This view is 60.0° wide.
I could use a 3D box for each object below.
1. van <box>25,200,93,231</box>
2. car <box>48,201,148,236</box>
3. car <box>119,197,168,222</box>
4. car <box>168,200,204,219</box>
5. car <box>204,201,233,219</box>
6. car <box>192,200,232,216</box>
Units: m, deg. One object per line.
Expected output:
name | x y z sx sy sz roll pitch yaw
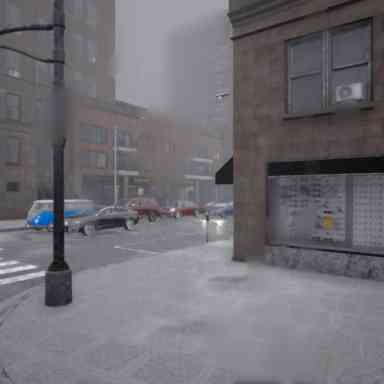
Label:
van | -7.727 1.357 19.899 1.690 1.788 3.998 0 0 36
car | -5.129 1.508 18.786 2.128 1.511 4.902 0 0 36
car | -4.446 1.335 24.432 2.192 1.841 5.009 0 0 36
car | -1.164 1.465 28.964 1.967 1.590 4.097 0 0 36
car | 2.872 1.554 29.832 1.812 1.442 4.674 0 1 36
car | 2.118 1.574 33.497 1.887 1.381 4.507 0 0 36
